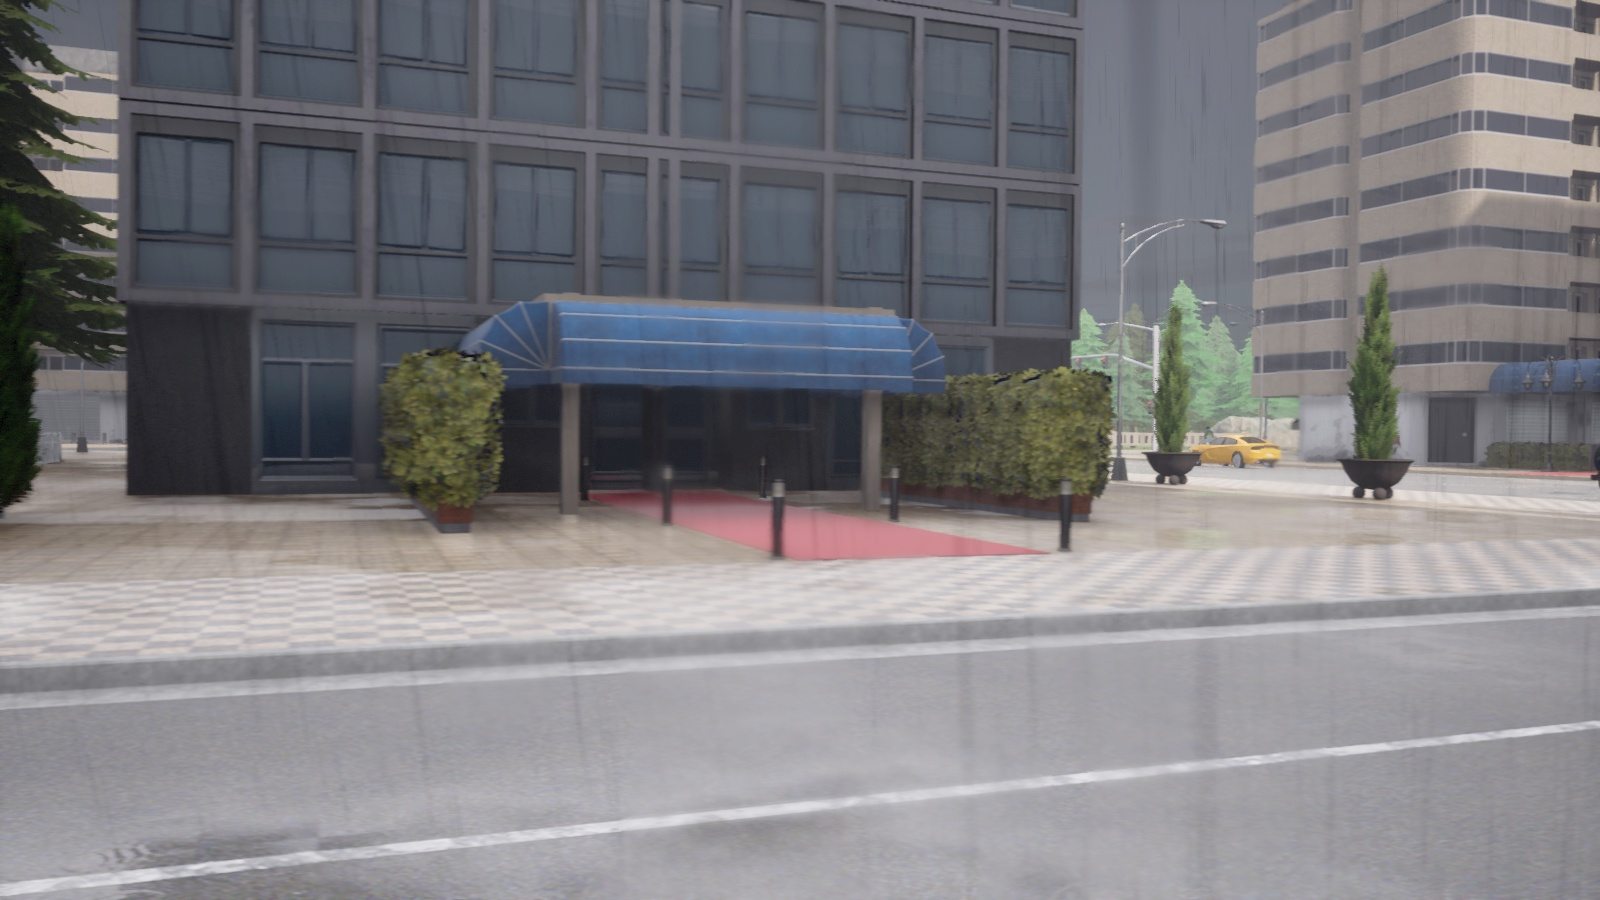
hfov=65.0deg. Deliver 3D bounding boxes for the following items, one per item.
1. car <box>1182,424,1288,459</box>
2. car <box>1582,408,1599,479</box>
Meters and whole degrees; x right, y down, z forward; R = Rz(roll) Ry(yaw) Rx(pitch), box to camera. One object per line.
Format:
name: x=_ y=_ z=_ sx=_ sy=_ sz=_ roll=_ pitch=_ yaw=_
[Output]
car: x=20.169 y=-0.393 z=58.445 sx=1.882 sy=1.535 sz=5.008 roll=-1 pitch=1 yaw=-20
car: x=22.431 y=-0.170 z=32.041 sx=1.905 sy=1.878 sz=3.866 roll=-1 pitch=1 yaw=-20
